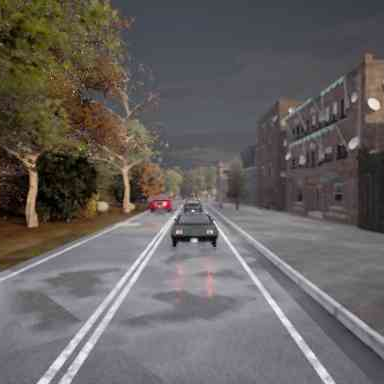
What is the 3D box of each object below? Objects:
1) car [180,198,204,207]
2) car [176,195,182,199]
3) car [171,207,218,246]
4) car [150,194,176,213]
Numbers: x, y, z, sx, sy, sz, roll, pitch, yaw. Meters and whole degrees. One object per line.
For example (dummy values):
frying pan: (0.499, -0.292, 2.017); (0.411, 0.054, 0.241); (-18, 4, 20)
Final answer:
car: (0.088, 1.490, 33.032); (1.837, 1.490, 4.892); (0, 0, 0)
car: (-3.407, 1.499, 78.094); (2.097, 1.767, 4.553); (0, -1, 0)
car: (0.096, 1.597, 15.219); (1.895, 1.301, 4.718); (0, 0, 0)
car: (-3.362, 1.208, 37.362); (2.150, 2.045, 5.566); (0, 0, 0)
